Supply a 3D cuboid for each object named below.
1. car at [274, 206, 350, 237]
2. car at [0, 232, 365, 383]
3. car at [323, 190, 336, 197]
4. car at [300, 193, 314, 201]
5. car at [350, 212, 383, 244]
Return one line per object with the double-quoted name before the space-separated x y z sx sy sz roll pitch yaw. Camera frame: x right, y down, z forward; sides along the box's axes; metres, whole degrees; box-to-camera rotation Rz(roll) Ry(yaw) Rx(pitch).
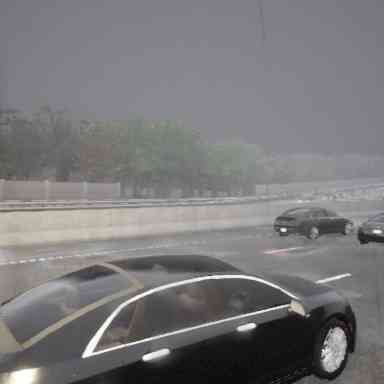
"car" 6.204 1.497 16.744 4.892 1.490 1.837 0 0 -35
"car" -0.023 1.505 3.852 4.892 1.490 1.837 0 0 -35
"car" 33.579 0.241 81.195 2.097 1.767 4.553 0 2 39
"car" 23.791 0.985 68.730 1.812 1.442 4.674 0 2 36
"car" 9.056 1.555 14.477 4.181 1.385 1.994 0 0 -35
